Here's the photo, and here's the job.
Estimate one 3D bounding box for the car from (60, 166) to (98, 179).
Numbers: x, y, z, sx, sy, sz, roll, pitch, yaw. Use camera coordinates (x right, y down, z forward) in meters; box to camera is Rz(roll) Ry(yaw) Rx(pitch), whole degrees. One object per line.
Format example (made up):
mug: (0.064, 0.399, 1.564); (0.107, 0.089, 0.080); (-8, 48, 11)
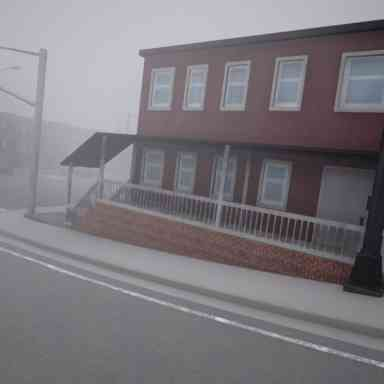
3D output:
car: (-14.103, -2.513, 41.896); (1.837, 1.490, 4.892); (10, 6, 35)

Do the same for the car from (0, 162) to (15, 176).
car: (-20.202, -2.459, 33.466); (1.994, 1.385, 4.181); (10, 6, 35)
